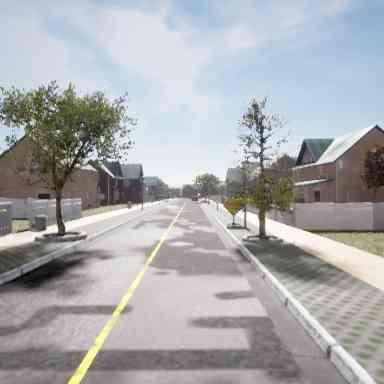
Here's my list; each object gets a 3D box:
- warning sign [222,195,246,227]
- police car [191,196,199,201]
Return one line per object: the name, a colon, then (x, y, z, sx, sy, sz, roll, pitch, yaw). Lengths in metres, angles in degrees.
warning sign: (2.530, 1.110, 20.139, 1.300, 1.860, 1.060, 1, 1, 0)
police car: (0.825, 1.756, 90.275, 1.930, 1.638, 5.238, 0, 0, 0)
